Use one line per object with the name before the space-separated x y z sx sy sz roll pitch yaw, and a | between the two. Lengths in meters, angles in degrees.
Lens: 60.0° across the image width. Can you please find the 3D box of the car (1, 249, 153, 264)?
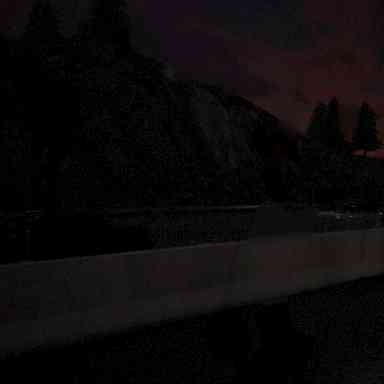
car | -3.779 1.468 9.859 5.357 1.411 2.033 0 0 -35
